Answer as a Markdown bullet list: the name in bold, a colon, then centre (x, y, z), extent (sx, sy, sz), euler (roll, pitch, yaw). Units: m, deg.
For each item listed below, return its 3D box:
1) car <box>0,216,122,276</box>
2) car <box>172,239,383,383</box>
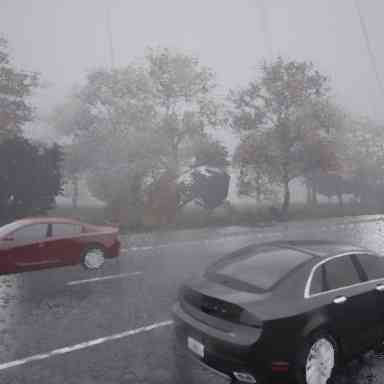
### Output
- **car**: centre (-4.488, 1.478, 9.390), extent (5.008, 1.535, 1.882), euler (0, 0, -36)
- **car**: centre (2.017, 1.505, 5.189), extent (4.892, 1.490, 1.837), euler (0, 0, -35)
